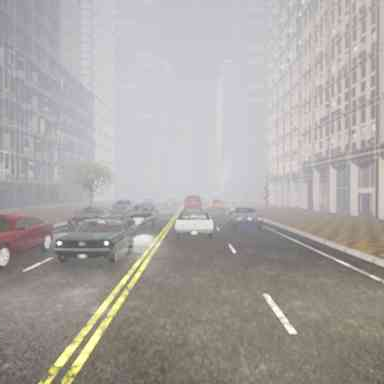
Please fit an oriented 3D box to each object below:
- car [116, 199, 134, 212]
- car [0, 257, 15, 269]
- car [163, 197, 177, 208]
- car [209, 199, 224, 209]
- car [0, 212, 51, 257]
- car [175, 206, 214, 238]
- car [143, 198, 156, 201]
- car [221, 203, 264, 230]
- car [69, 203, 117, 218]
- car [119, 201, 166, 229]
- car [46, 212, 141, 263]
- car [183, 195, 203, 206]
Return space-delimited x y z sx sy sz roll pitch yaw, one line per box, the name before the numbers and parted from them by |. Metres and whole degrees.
car | -6.483 1.481 31.763 2.097 1.767 4.553 0 0 0
car | -3.337 1.572 2.320 1.994 1.385 4.181 0 0 0
car | -3.223 1.529 50.103 2.128 1.511 4.902 0 0 0
car | 3.376 1.662 45.806 1.882 1.535 5.008 0 0 0
car | -6.547 1.524 11.563 1.882 1.535 5.008 0 0 -1
car | 0.112 1.677 18.229 1.895 1.301 4.718 0 0 0
car | -6.473 1.543 50.105 2.033 1.411 5.357 0 0 0
car | 3.363 1.639 21.919 2.033 1.411 5.357 0 0 0
car | -6.488 1.652 21.462 1.994 1.385 4.181 0 0 0
car | -3.238 1.585 22.672 2.128 1.511 4.902 0 0 0
car | -3.312 1.651 12.284 1.895 1.301 4.718 0 0 0
car | 0.124 1.387 40.952 2.150 2.045 5.566 0 0 0
